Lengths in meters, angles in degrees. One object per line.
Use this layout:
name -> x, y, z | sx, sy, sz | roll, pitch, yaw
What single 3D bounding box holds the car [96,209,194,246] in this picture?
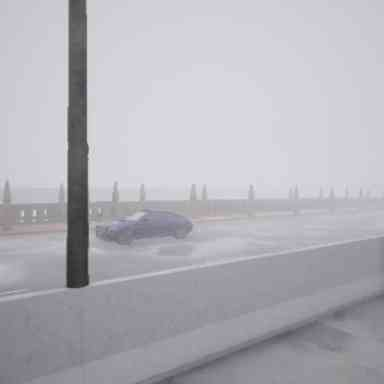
car -> -2.055, 1.526, 15.446 | 4.674, 1.442, 1.812 | 0, 0, -36
